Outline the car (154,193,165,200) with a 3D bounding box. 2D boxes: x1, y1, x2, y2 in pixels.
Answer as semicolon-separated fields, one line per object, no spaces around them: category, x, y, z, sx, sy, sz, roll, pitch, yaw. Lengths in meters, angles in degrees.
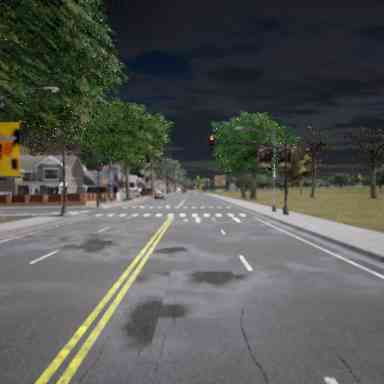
car;-6.500;0.862;66.382;1.882;1.535;5.008;0;1;0
